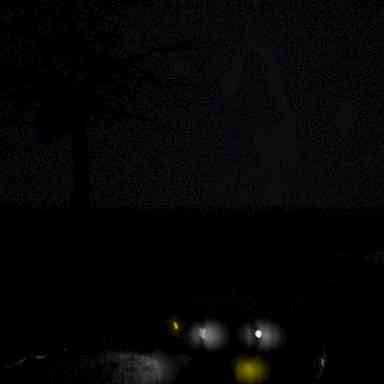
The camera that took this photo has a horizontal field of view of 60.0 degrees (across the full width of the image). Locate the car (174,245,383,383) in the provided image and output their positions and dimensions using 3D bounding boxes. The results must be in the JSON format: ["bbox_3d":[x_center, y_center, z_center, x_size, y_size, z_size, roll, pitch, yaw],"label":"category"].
[{"bbox_3d":[1.801,1.607,5.286,4.181,1.385,1.994,1,0,-36],"label":"car"}]
